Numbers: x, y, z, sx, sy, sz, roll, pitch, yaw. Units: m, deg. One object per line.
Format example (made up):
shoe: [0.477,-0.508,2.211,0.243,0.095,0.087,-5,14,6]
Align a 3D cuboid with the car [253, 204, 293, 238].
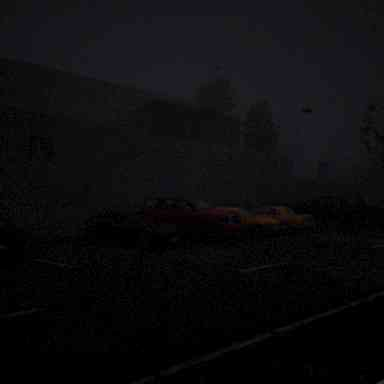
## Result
car: [2.362,1.502,18.009,5.366,1.575,1.946,-1,-1,35]

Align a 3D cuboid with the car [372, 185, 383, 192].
car: [46.993,-0.480,82.498,2.231,1.521,4.892,7,3,35]

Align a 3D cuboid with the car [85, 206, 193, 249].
car: [-2.656,1.527,14.616,4.792,1.488,2.163,-1,-1,34]

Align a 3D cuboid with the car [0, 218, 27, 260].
car: [-7.567,1.493,11.140,5.008,1.535,2.097,-1,-1,35]

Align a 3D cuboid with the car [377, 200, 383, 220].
car: [14.448,1.449,26.800,4.553,1.767,2.185,-1,-1,35]

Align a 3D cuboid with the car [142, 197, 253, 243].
car: [-0.212,1.251,16.364,5.566,2.045,2.435,-1,-1,34]

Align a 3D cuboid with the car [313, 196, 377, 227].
car: [9.508,1.290,23.349,5.566,2.045,2.435,-1,-1,35]

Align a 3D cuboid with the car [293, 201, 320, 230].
car: [4.494,1.516,19.956,5.366,1.575,1.946,-1,-1,35]
